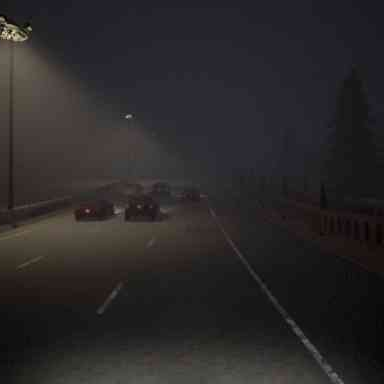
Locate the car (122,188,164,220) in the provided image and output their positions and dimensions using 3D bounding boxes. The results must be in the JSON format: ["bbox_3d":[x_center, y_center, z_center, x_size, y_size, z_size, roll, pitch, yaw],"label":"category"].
[{"bbox_3d":[-3.484,0.894,24.112,2.097,1.767,4.553,0,4,0],"label":"car"}]

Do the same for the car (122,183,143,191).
[{"bbox_3d":[-7.084,-0.404,39.797,1.882,1.535,5.008,0,7,0],"label":"car"}]

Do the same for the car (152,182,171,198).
[{"bbox_3d":[-3.585,-0.401,38.596,2.097,1.767,4.553,0,6,0],"label":"car"}]

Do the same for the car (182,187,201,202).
[{"bbox_3d":[-0.094,0.186,34.948,2.033,1.411,5.357,0,6,0],"label":"car"}]

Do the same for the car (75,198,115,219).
[{"bbox_3d":[-6.982,1.104,24.195,1.994,1.385,4.181,0,4,0],"label":"car"}]
